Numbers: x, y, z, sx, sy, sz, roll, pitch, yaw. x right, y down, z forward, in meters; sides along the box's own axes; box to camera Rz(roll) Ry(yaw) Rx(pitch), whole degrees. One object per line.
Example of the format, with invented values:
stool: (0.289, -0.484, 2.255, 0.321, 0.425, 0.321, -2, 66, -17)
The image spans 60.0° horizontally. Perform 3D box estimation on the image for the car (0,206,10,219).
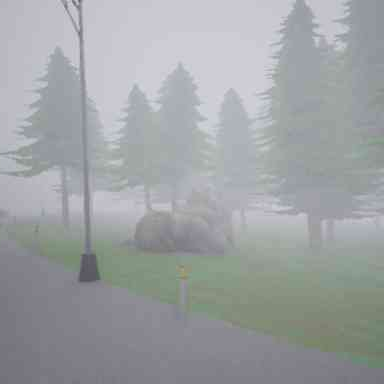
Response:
car: (-22.102, 2.348, 37.250, 2.128, 1.511, 4.902, -5, -3, -9)
